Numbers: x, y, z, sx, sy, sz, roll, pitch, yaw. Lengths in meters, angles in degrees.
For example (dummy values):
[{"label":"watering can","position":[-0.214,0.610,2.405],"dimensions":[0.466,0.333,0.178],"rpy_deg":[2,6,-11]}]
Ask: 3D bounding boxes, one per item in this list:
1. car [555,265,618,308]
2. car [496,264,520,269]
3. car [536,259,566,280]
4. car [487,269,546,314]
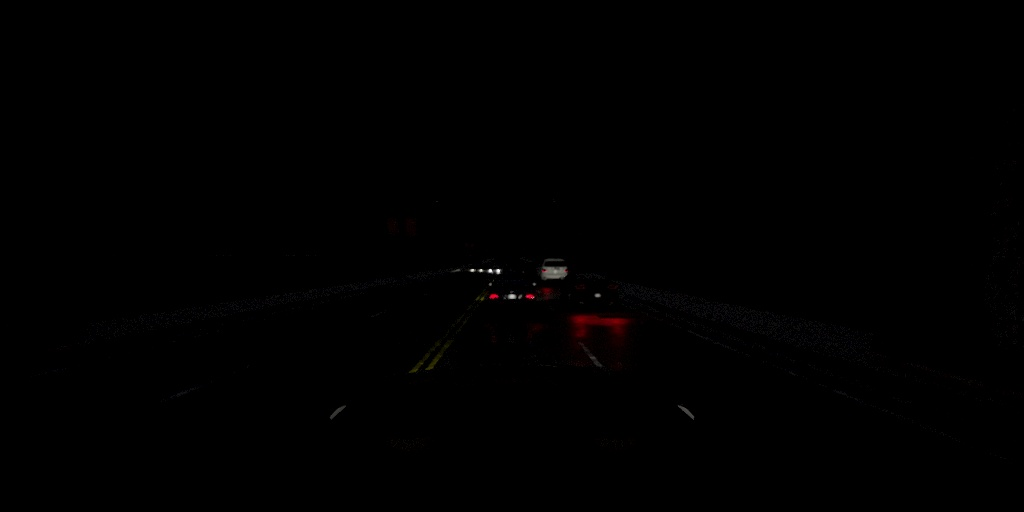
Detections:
[{"label":"car","position":[3.282,1.366,16.104],"dimensions":[1.882,1.535,5.008],"rpy_deg":[0,0,0]},{"label":"car","position":[0.016,1.555,29.366],"dimensions":[2.033,1.411,5.357],"rpy_deg":[0,0,0]},{"label":"car","position":[3.267,1.233,29.408],"dimensions":[2.150,2.045,5.566],"rpy_deg":[0,0,0]},{"label":"car","position":[0.013,1.420,14.374],"dimensions":[2.033,1.411,5.357],"rpy_deg":[0,-1,0]}]
